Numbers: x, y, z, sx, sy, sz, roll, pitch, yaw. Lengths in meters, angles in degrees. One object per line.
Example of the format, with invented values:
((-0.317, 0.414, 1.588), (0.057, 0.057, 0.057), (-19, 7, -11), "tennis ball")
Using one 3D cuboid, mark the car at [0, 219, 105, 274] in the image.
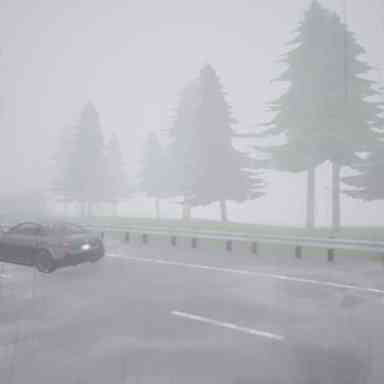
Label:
((-4.818, 1.572, 10.607), (4.181, 1.385, 1.994), (0, 0, 29), "car")
